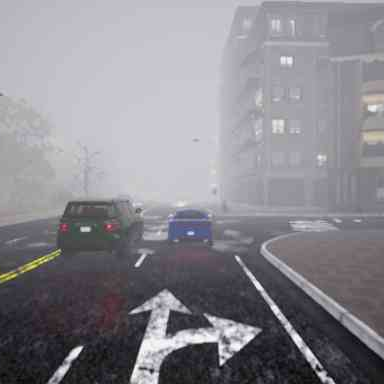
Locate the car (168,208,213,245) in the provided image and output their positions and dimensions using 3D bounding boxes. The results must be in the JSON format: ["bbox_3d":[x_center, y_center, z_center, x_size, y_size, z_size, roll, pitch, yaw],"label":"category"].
[{"bbox_3d":[-0.067,1.487,15.580,1.882,1.535,5.008,0,0,-1],"label":"car"}]

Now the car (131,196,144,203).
[{"bbox_3d":[-11.580,1.561,70.573,2.128,1.511,4.902,0,0,-1],"label":"car"}]

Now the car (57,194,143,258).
[{"bbox_3d":[-3.294,1.232,12.921,2.150,2.045,5.566,0,0,0],"label":"car"}]

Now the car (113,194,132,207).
[{"bbox_3d":[-11.163,1.278,54.006,2.150,2.045,5.566,0,0,-2],"label":"car"}]
